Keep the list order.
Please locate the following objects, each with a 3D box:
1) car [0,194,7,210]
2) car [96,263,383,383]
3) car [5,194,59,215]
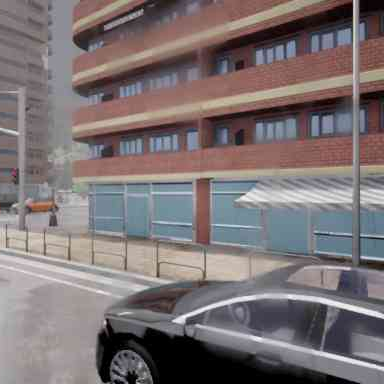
[{"bbox_3d":[-20.213,1.221,35.044,2.150,2.045,5.566,0,0,35],"label":"car"},{"bbox_3d":[1.119,1.491,3.193,4.902,1.511,2.128,0,0,35],"label":"car"},{"bbox_3d":[-16.287,1.352,34.487,2.097,1.767,4.553,0,0,36],"label":"car"}]
